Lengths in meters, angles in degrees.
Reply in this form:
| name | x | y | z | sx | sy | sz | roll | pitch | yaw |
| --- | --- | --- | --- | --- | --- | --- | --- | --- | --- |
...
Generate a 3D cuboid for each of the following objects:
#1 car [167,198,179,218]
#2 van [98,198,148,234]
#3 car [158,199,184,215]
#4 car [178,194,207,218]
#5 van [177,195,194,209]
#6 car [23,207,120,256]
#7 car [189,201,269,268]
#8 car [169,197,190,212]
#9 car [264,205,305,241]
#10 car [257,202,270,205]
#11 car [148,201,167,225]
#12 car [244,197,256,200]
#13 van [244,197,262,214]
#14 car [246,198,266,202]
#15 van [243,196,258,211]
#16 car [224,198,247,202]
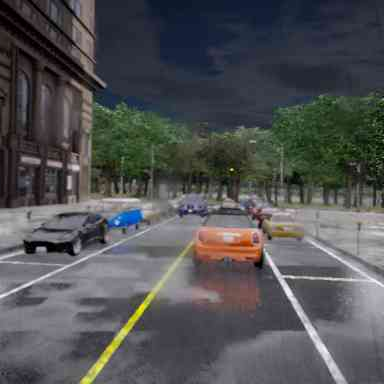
| name | x | y | z | sx | sy | sz | roll | pitch | yaw |
| --- | --- | --- | --- | --- | --- | --- | --- | --- | --- |
| car | -2.662 | 1.490 | 28.873 | 1.947 | 1.339 | 4.313 | 1 | 0 | 6 |
| van | -3.887 | 1.238 | 18.068 | 1.690 | 1.788 | 3.998 | 1 | 0 | 6 |
| car | -2.066 | 1.464 | 34.107 | 1.752 | 1.417 | 4.829 | 1 | 0 | 6 |
| car | 0.183 | 1.215 | 30.156 | 2.150 | 2.045 | 5.566 | 1 | 0 | 7 |
| van | -0.812 | 1.310 | 45.082 | 1.690 | 1.788 | 3.998 | 1 | 0 | 6 |
| car | -4.507 | 1.450 | 12.665 | 1.947 | 1.339 | 4.313 | 1 | 0 | 6 |
| car | 1.288 | 1.378 | 11.692 | 2.097 | 1.767 | 4.553 | 1 | 0 | 6 |
| car | -1.430 | 1.394 | 39.679 | 1.967 | 1.590 | 4.097 | 1 | 0 | 6 |
| car | 4.596 | 1.630 | 17.272 | 1.752 | 1.417 | 4.829 | 1 | 0 | 6 |
| car | 5.191 | 1.663 | 22.507 | 1.887 | 1.381 | 4.507 | 1 | 0 | 6 |
| car | -3.295 | 1.436 | 23.302 | 1.752 | 1.417 | 4.829 | 1 | 0 | 6 |
| car | 6.426 | 1.462 | 33.312 | 2.192 | 1.841 | 5.009 | 1 | 0 | 6 |
| van | 7.041 | 1.502 | 38.714 | 1.690 | 1.788 | 3.998 | 1 | 0 | 6 |
| car | 5.809 | 1.572 | 27.909 | 1.967 | 1.590 | 4.097 | 1 | 0 | 6 |
| van | 7.656 | 1.517 | 44.117 | 1.690 | 1.788 | 3.998 | 1 | 0 | 6 |
| car | 2.976 | 1.555 | 26.554 | 2.128 | 1.511 | 4.902 | 1 | 0 | 7 |
